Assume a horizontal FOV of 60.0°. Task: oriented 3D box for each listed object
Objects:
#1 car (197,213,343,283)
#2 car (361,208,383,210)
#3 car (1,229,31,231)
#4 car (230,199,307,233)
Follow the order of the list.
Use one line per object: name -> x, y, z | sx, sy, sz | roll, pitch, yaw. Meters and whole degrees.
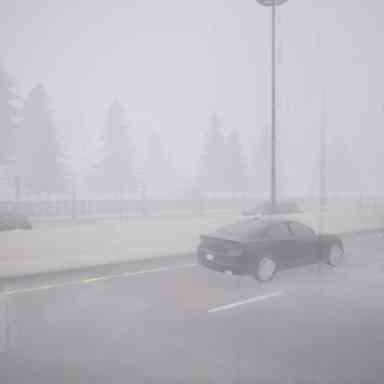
car -> 2.468, 1.480, 9.808 | 5.008, 1.535, 1.882 | 0, 0, -35
car -> 22.606, 1.365, 41.561 | 4.553, 1.767, 2.097 | 0, 0, -35
car -> -9.602, 1.491, 14.340 | 4.902, 1.511, 2.128 | 0, 0, -36
car -> 4.726, 1.357, 20.259 | 4.553, 1.767, 2.097 | 0, 0, -35
